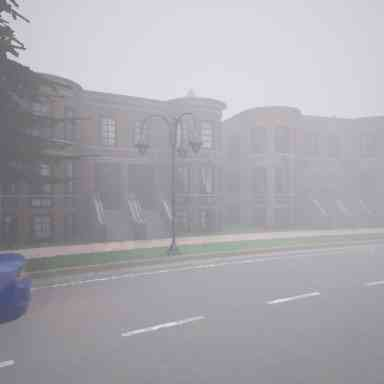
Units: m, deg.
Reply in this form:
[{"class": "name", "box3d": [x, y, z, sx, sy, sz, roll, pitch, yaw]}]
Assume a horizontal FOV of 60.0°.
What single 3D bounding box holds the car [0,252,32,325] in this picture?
[{"class": "car", "box3d": [-4.965, 1.477, 4.540, 5.008, 1.535, 1.882, 0, 0, -35]}]
